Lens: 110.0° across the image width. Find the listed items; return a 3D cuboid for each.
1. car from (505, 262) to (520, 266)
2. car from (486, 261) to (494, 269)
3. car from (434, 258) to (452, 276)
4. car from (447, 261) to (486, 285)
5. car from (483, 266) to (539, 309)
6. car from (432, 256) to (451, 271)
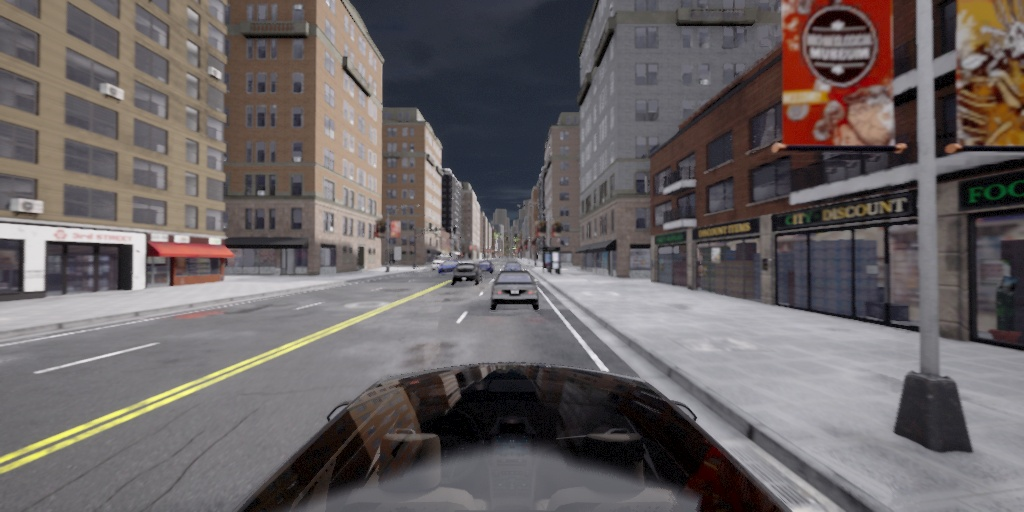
[{"bbox_3d":[0.082,1.303,36.990,2.033,1.411,5.357,0,0,0],"label":"car"},{"bbox_3d":[-3.150,1.285,42.705,1.812,1.442,4.674,0,0,0],"label":"car"},{"bbox_3d":[-6.587,1.234,38.218,1.882,1.535,5.008,0,0,0],"label":"car"},{"bbox_3d":[-3.150,1.255,25.938,1.837,1.490,4.892,0,0,0],"label":"car"},{"bbox_3d":[0.100,1.297,14.982,2.033,1.411,5.357,0,0,0],"label":"car"},{"bbox_3d":[-9.751,0.971,50.649,2.150,2.045,5.566,0,0,0],"label":"car"}]
